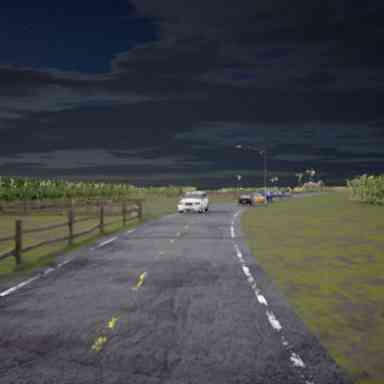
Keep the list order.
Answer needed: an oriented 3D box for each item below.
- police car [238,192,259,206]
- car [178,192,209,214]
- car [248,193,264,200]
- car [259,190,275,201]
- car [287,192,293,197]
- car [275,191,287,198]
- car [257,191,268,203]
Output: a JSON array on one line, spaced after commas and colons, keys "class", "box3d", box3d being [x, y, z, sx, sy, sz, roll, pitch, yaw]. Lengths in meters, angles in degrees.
[{"class": "police car", "box3d": [7.753, 1.076, 46.977, 1.930, 1.638, 5.238, 0, 1, 18]}, {"class": "car", "box3d": [0.244, 1.001, 32.446, 2.150, 2.045, 5.566, 0, 0, 12]}, {"class": "car", "box3d": [13.671, 0.935, 70.619, 2.033, 1.411, 5.357, 0, 1, 26]}, {"class": "car", "box3d": [13.356, 0.731, 61.611, 2.150, 2.045, 5.566, 0, 1, 24]}, {"class": "car", "box3d": [25.779, 0.648, 89.400, 1.994, 1.385, 4.181, 0, 1, 26]}, {"class": "car", "box3d": [19.825, 0.558, 77.075, 2.097, 1.767, 4.553, 0, 1, 26]}, {"class": "car", "box3d": [11.117, 1.015, 56.317, 1.801, 1.575, 5.366, 0, 1, 22]}]
